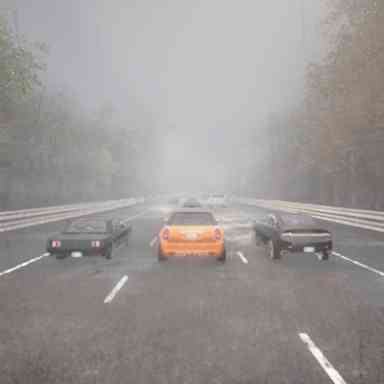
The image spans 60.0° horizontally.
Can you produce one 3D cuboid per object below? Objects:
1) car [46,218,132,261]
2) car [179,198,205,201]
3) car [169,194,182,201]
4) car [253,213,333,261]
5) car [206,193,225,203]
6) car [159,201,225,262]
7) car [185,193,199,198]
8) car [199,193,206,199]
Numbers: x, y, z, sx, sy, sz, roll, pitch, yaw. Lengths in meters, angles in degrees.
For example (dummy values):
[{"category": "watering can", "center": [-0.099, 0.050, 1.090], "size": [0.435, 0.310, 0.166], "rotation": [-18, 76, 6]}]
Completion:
[{"category": "car", "center": [-3.501, 1.615, 12.338], "size": [1.895, 1.301, 4.718], "rotation": [0, 0, 0]}, {"category": "car", "center": [-0.001, 1.532, 29.408], "size": [1.837, 1.490, 4.892], "rotation": [0, 0, 0]}, {"category": "car", "center": [-3.500, 1.594, 65.612], "size": [1.994, 1.385, 4.181], "rotation": [0, 0, 0]}, {"category": "car", "center": [3.499, 1.505, 12.347], "size": [2.128, 1.511, 4.902], "rotation": [0, 0, 0]}, {"category": "car", "center": [3.499, 1.250, 47.456], "size": [2.150, 2.045, 5.566], "rotation": [0, 0, 0]}, {"category": "car", "center": [-0.001, 1.365, 12.241], "size": [2.097, 1.767, 4.553], "rotation": [0, 0, 0]}, {"category": "car", "center": [0.000, 1.504, 75.661], "size": [1.882, 1.535, 5.008], "rotation": [0, 0, 0]}, {"category": "car", "center": [3.500, 1.246, 85.755], "size": [2.150, 2.045, 5.566], "rotation": [0, 0, 0]}]
